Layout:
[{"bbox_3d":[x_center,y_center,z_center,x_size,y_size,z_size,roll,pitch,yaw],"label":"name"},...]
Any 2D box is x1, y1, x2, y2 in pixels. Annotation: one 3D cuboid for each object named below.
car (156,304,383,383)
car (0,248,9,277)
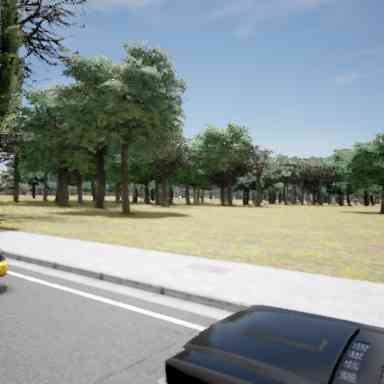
[{"bbox_3d":[2.012,1.603,2.253,4.718,1.301,1.895,0,0,36],"label":"car"},{"bbox_3d":[-6.637,1.415,8.299,5.366,1.575,1.801,0,0,36],"label":"car"}]
